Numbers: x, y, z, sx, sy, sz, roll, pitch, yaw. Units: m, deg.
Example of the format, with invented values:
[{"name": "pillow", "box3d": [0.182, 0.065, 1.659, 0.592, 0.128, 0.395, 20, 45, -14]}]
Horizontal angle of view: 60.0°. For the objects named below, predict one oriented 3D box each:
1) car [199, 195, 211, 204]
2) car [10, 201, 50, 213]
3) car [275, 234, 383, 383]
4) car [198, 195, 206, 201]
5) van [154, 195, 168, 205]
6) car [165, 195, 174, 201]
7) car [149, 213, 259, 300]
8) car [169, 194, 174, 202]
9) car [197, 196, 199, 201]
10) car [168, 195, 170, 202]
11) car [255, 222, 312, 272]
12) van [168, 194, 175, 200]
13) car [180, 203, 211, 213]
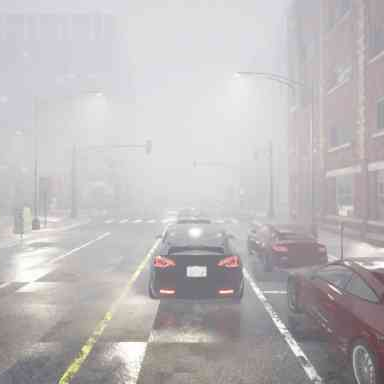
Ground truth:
[{"name": "car", "box3d": [2.591, 1.544, 59.830, 1.752, 1.417, 4.829, 1, 0, 0]}, {"name": "car", "box3d": [-18.782, 1.730, 38.750, 4.313, 1.339, 1.947, 0, -1, 0]}, {"name": "car", "box3d": [2.659, 1.583, 4.751, 1.802, 1.307, 4.206, 1, 0, 0]}, {"name": "car", "box3d": [2.539, 1.597, 87.921, 1.947, 1.339, 4.313, 1, 0, 0]}, {"name": "van", "box3d": [-5.786, 1.359, 59.684, 1.690, 1.788, 3.998, 1, 0, 0]}, {"name": "car", "box3d": [-5.841, 1.582, 87.945, 2.008, 1.369, 4.403, 1, 0, 0]}, {"name": "car", "box3d": [0.085, 1.506, 8.449, 2.163, 1.488, 4.792, 0, 0, 0]}, {"name": "car", "box3d": [-5.821, 1.607, 76.640, 1.802, 1.307, 4.206, 1, 0, 0]}, {"name": "car", "box3d": [2.550, 1.573, 82.270, 1.887, 1.381, 4.507, 1, 0, 0]}, {"name": "car", "box3d": [-5.800, 1.603, 65.336, 1.802, 1.307, 4.206, 1, 0, 0]}, {"name": "car", "box3d": [2.818, 1.585, 10.407, 1.802, 1.307, 4.206, 1, 0, 0]}, {"name": "van", "box3d": [-5.848, 1.376, 93.598, 1.690, 1.788, 3.998, 1, 0, 0]}, {"name": "car", "box3d": [0.068, 1.552, 17.721, 2.033, 1.411, 5.357, 0, 0, -1]}]
